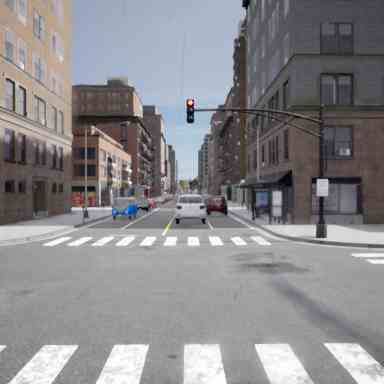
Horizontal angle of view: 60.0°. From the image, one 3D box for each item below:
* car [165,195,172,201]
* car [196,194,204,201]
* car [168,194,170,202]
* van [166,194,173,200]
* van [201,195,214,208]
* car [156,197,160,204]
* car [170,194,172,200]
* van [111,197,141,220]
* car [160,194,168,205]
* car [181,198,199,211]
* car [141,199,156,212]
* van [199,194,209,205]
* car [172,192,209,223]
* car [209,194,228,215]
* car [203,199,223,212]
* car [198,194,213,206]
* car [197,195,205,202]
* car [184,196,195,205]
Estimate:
[{"bbox_3d":[-6.146,1.565,87.461,1.802,1.307,4.206,0,0,-1],"label":"car"},{"bbox_3d":[1.954,1.425,82.128,1.967,1.590,4.097,0,0,-1],"label":"car"},{"bbox_3d":[-5.959,1.539,65.837,2.008,1.369,4.403,0,0,-1],"label":"car"},{"bbox_3d":[-6.193,1.323,92.867,1.690,1.788,3.998,0,0,-1],"label":"van"},{"bbox_3d":[2.274,1.333,49.692,1.690,1.788,3.998,0,0,-1],"label":"van"},{"bbox_3d":[-5.771,1.538,44.213,1.887,1.381,4.507,0,0,-1],"label":"car"},{"bbox_3d":[-6.006,1.553,71.243,1.947,1.339,4.313,0,0,-1],"label":"car"},{"bbox_3d":[-5.630,1.337,27.995,1.690,1.788,3.998,0,0,-1],"label":"van"},{"bbox_3d":[-5.910,1.515,60.262,1.752,1.417,4.829,0,0,-1],"label":"car"},{"bbox_3d":[-0.242,1.542,41.109,2.033,1.411,5.357,0,0,0],"label":"car"},{"bbox_3d":[-5.724,1.560,38.807,1.947,1.339,4.313,0,0,-1],"label":"car"},{"bbox_3d":[2.167,1.331,60.505,1.690,1.788,3.998,0,0,-1],"label":"van"},{"bbox_3d":[-0.107,1.220,25.649,2.150,2.045,5.566,0,0,0],"label":"car"},{"bbox_3d":[2.434,1.310,33.474,2.192,1.841,5.009,0,0,-1],"label":"car"},{"bbox_3d":[2.380,1.545,38.880,2.008,1.369,4.403,0,0,-1],"label":"car"},{"bbox_3d":[2.220,1.306,55.099,2.192,1.841,5.009,0,0,-1],"label":"car"},{"bbox_3d":[2.006,1.511,76.892,1.752,1.417,4.829,0,0,-1],"label":"car"},{"bbox_3d":[-0.442,1.468,58.240,1.882,1.535,5.008,0,0,0],"label":"car"}]
